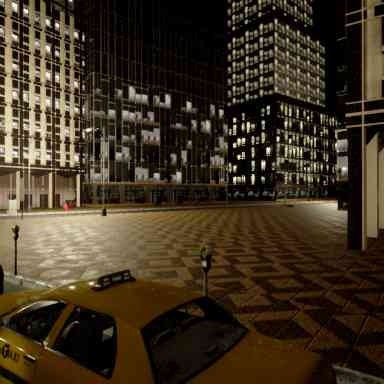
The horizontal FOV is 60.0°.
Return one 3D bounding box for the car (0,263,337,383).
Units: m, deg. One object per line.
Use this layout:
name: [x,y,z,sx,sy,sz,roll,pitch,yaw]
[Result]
car: [-1.017,1.525,3.599,4.829,1.417,1.752,0,0,35]
